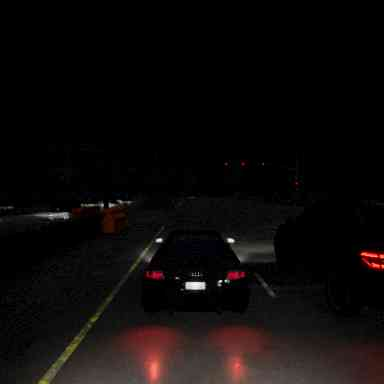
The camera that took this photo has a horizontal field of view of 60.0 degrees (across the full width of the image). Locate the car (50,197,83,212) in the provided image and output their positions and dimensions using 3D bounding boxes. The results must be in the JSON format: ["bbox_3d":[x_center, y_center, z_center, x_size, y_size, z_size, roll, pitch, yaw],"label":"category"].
[{"bbox_3d":[-14.264,1.508,37.537,1.895,1.301,4.718,0,0,0],"label":"car"}]

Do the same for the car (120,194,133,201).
[{"bbox_3d":[-14.373,1.273,72.907,1.812,1.442,4.674,0,0,0],"label":"car"}]

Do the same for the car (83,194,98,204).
[{"bbox_3d":[-17.860,1.169,57.392,2.097,1.767,4.553,0,0,0],"label":"car"}]

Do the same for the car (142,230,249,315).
[{"bbox_3d":[0.067,1.563,7.668,1.994,1.385,4.181,0,0,0],"label":"car"}]

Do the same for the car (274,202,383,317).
[{"bbox_3d":[3.589,1.221,7.598,2.150,2.045,5.566,0,0,-2],"label":"car"}]

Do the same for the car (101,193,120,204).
[{"bbox_3d":[-14.360,1.323,57.758,1.837,1.490,4.892,0,0,0],"label":"car"}]

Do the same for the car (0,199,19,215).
[{"bbox_3d":[-17.722,1.443,30.395,1.837,1.490,4.892,0,0,0],"label":"car"}]

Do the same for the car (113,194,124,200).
[{"bbox_3d":[-17.952,1.235,81.407,1.812,1.442,4.674,0,0,0],"label":"car"}]
